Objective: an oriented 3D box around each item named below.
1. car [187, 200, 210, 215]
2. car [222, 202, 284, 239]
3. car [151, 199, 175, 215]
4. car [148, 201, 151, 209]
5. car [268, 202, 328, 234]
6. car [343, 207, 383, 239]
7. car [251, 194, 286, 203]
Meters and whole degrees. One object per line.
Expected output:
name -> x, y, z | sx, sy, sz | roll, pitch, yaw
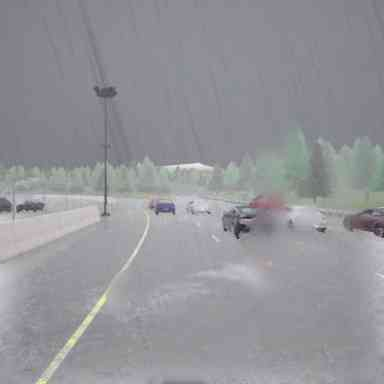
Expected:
car -> 0.643, 1.526, 34.542 | 1.812, 1.442, 4.674 | 0, 0, -9
car -> 2.790, 1.491, 17.476 | 2.128, 1.511, 4.902 | 0, 0, -5
car -> -2.872, 1.477, 34.347 | 1.882, 1.535, 5.008 | 0, 0, -9
car -> -4.636, 1.601, 43.585 | 1.895, 1.301, 4.718 | 0, 0, -12
car -> 6.143, 1.526, 19.335 | 1.812, 1.442, 4.674 | 0, 0, -5
car -> 9.823, 1.526, 17.373 | 1.812, 1.442, 4.674 | 0, 0, -5
car -> 7.781, 1.220, 34.346 | 2.150, 2.045, 5.566 | 0, 0, -9
